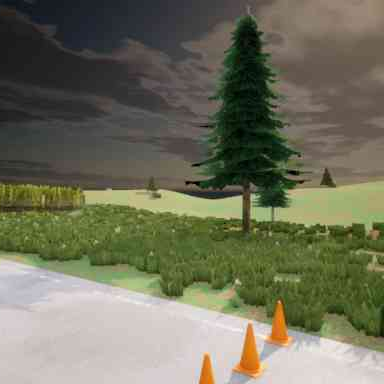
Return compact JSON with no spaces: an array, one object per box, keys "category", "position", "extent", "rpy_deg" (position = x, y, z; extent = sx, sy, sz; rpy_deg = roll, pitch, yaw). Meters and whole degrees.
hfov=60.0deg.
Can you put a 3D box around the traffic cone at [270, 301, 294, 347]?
[{"category":"traffic cone","position":[1.324,1.955,5.047],"extent":[0.340,0.580,0.340],"rpy_deg":[0,0,36]}]

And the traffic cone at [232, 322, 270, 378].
[{"category":"traffic cone","position":[0.739,1.955,4.235],"extent":[0.340,0.580,0.340],"rpy_deg":[0,0,36]}]

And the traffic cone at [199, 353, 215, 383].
[{"category":"traffic cone","position":[0.154,1.955,3.424],"extent":[0.340,0.580,0.340],"rpy_deg":[0,0,36]}]
